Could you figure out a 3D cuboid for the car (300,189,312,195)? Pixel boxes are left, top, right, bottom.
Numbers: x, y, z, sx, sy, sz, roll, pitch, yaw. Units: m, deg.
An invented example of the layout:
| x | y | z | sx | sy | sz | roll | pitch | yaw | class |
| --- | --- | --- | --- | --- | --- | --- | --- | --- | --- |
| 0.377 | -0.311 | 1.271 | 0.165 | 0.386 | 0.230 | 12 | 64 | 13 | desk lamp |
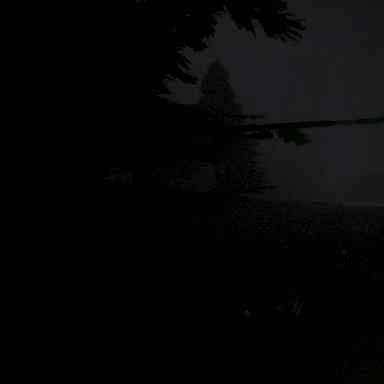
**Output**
| x | y | z | sx | sy | sz | roll | pitch | yaw | class |
| --- | --- | --- | --- | --- | --- | --- | --- | --- | --- |
| 15.878 | 0.440 | 48.765 | 3.988 | 1.617 | 1.851 | -2 | 1 | -35 | car |
